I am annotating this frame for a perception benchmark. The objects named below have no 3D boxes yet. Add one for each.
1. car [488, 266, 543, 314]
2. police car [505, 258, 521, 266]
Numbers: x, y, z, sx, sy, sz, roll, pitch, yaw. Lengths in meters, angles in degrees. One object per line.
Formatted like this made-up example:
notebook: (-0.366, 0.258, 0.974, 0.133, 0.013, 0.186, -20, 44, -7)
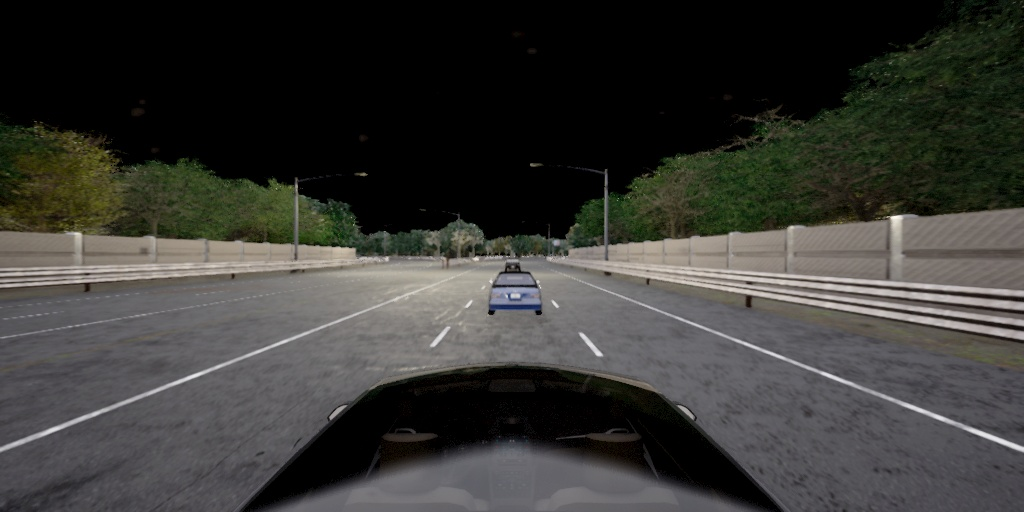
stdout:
car: (0.104, 1.260, 13.456, 2.033, 1.411, 5.357, 0, 0, 0)
police car: (0.108, 1.039, 44.257, 1.930, 1.638, 5.238, 0, 0, 0)
